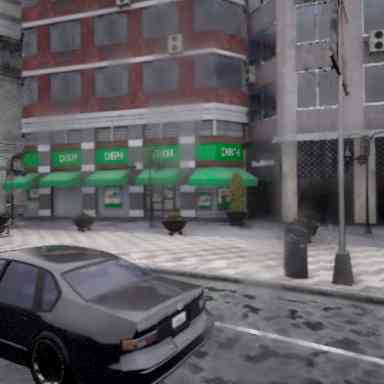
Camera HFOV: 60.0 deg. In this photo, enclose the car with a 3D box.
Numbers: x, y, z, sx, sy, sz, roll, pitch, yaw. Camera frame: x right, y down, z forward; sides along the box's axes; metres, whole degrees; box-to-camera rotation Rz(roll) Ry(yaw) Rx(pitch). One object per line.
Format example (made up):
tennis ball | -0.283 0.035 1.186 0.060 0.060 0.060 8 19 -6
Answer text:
car | -2.344 1.570 5.128 5.357 1.411 2.033 -1 0 29
